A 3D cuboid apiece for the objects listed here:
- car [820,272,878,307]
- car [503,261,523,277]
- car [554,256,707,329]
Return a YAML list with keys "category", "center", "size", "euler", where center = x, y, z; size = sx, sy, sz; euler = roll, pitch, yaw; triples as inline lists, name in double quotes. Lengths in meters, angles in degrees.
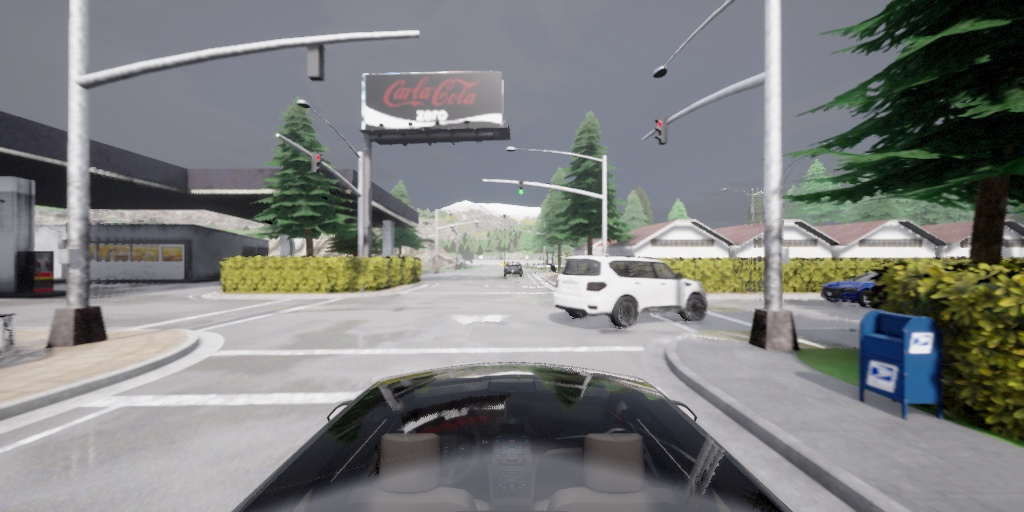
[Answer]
- category: "car"
  center: [16.901, 1.438, 16.255]
  size: [5.008, 1.535, 1.882]
  euler: [0, 0, 0]
- category: "car"
  center: [0.106, 1.289, 36.365]
  size: [2.128, 1.511, 4.902]
  euler: [0, 0, 0]
- category: "car"
  center: [3.956, 1.065, 11.675]
  size: [5.566, 2.045, 2.150]
  euler: [2, -1, -31]
